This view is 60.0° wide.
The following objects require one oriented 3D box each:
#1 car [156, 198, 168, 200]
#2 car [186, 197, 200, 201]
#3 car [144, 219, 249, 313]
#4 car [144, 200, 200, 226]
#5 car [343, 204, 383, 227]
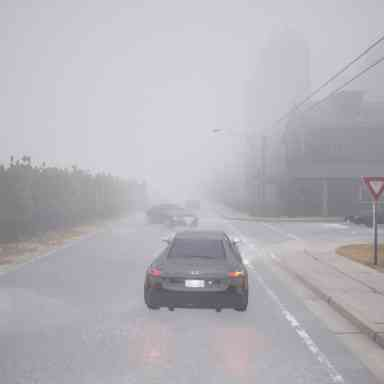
[{"bbox_3d":[-3.537,1.477,38.781,1.882,1.535,5.008,0,0,1],"label":"car"},{"bbox_3d":[0.010,1.478,44.342,1.882,1.535,5.008,0,0,-4],"label":"car"},{"bbox_3d":[0.197,1.564,7.796,1.994,1.385,4.181,0,0,4],"label":"car"},{"bbox_3d":[-1.438,1.488,21.164,2.128,1.511,4.902,-1,0,-31],"label":"car"},{"bbox_3d":[12.940,1.521,21.905,5.357,1.411,2.033,0,0,0],"label":"car"}]
